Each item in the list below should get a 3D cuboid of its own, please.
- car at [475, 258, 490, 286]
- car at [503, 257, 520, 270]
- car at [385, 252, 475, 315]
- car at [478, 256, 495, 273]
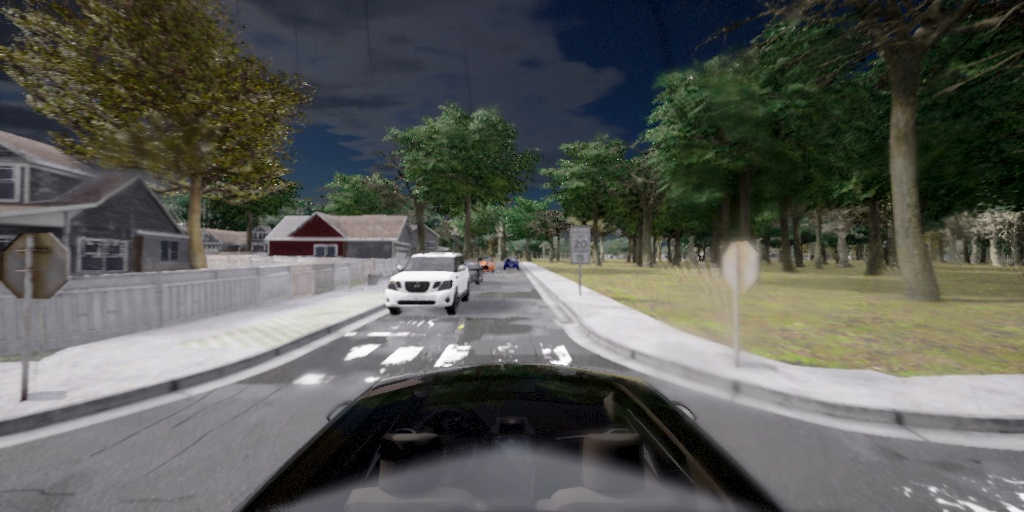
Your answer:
[{"bbox_3d":[-2.882,1.068,23.732,2.128,1.511,4.902,0,0,0],"label":"car"},{"bbox_3d":[-0.073,0.920,44.193,1.882,1.535,5.008,0,0,0],"label":"car"},{"bbox_3d":[-2.864,0.878,13.475,2.150,2.045,5.566,0,1,0],"label":"car"},{"bbox_3d":[-2.893,0.838,37.780,2.097,1.767,4.553,0,0,0],"label":"car"}]
